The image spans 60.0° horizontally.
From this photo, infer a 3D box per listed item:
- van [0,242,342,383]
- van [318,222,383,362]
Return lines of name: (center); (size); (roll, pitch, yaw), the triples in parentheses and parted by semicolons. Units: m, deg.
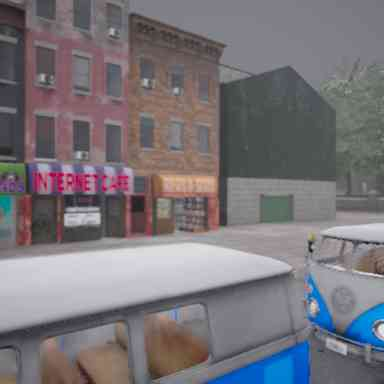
van: (-0.972, 1.343, 2.118); (3.998, 1.788, 1.690); (0, 0, -35)
van: (3.477, 1.374, 5.290); (3.998, 1.788, 1.690); (0, 0, -35)
